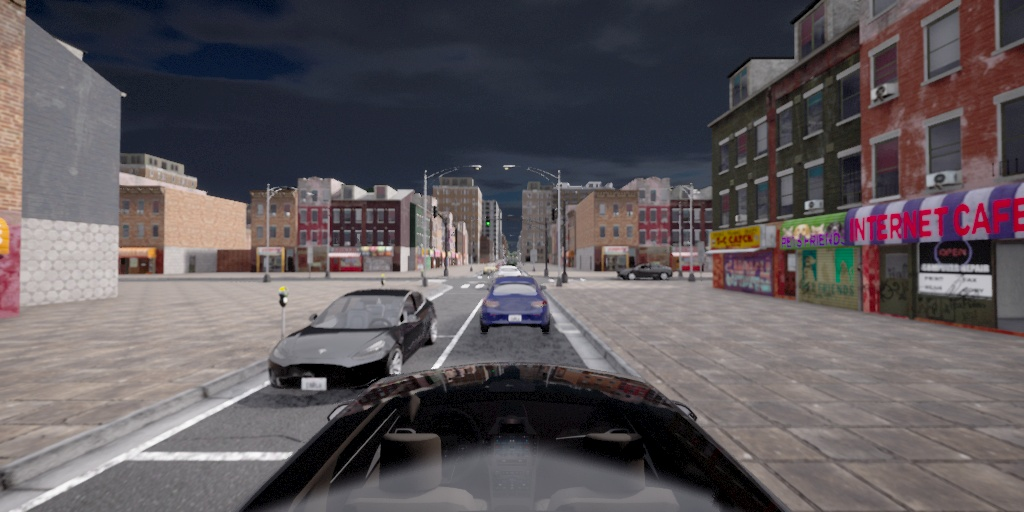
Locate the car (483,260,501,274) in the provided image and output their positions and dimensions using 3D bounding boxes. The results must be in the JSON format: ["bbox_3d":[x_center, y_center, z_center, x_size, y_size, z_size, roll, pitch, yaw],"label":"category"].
[{"bbox_3d":[-2.650,1.545,44.545,1.751,1.417,4.829,0,0,0],"label":"car"}]

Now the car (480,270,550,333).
[{"bbox_3d":[0.080,1.326,10.832,1.812,1.442,4.674,0,0,0],"label":"car"}]

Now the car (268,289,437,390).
[{"bbox_3d":[-2.639,1.344,6.947,1.948,1.339,4.313,0,0,0],"label":"car"}]

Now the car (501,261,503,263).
[{"bbox_3d":[-2.652,1.607,50.320,1.888,1.381,4.507,0,0,0],"label":"car"}]

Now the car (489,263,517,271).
[{"bbox_3d":[-0.370,1.409,24.640,1.812,1.442,4.674,0,0,-7],"label":"car"}]

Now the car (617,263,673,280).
[{"bbox_3d":[12.021,1.422,32.537,4.892,1.490,1.837,0,-1,-1],"label":"car"}]
